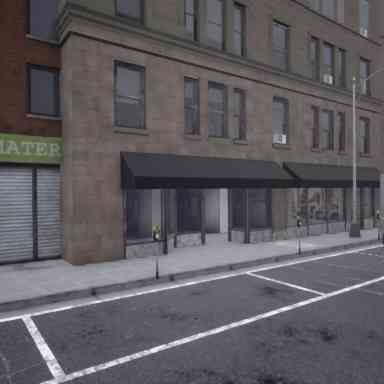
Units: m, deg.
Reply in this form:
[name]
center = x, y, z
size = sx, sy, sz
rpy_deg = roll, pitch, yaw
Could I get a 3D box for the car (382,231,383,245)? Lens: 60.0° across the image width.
[car]
center = 9.281, 1.539, 13.197
size = 4.507, 1.381, 1.887
rpy_deg = 0, -1, -36
